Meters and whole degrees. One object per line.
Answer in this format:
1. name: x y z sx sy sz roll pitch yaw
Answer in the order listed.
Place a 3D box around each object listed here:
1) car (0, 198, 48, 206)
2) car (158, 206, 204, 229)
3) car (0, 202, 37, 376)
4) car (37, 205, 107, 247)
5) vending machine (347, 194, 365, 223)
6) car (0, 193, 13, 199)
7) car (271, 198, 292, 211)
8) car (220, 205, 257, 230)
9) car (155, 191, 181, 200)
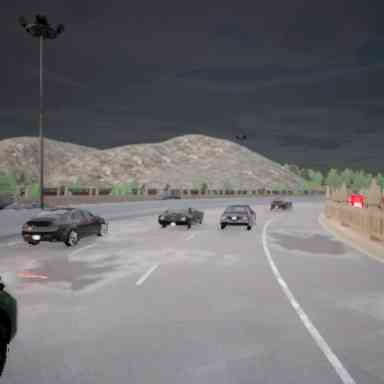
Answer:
1. car: -11.214 1.394 22.323 2.128 1.511 4.902 0 0 14
2. car: -0.545 1.555 21.216 1.895 1.301 4.718 0 0 14
3. car: -3.290 1.202 1.759 2.150 2.045 5.566 0 0 2
4. car: -5.434 1.450 14.839 1.837 1.490 4.892 0 0 9
5. vending machine: 12.187 1.200 24.772 1.100 2.100 0.880 0 0 19
6. car: -14.711 1.106 22.873 2.150 2.045 5.566 0 0 13
7. car: 11.071 1.471 41.006 1.837 1.490 4.892 0 0 28
8. car: 3.023 1.518 21.207 2.033 1.411 5.357 0 0 15
9. car: -4.050 0.744 57.067 2.150 2.045 5.566 0 0 33
